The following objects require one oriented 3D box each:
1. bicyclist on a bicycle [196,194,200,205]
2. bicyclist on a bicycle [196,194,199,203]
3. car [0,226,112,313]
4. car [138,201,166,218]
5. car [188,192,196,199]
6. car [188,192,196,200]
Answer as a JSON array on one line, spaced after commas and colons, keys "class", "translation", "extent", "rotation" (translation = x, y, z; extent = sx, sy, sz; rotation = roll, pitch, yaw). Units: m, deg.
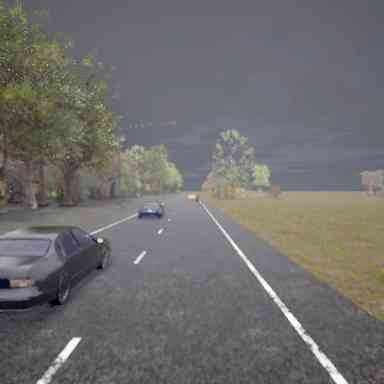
[{"class": "bicyclist on a bicycle", "translation": [0.971, 1.256, 52.447], "extent": [0.582, 1.620, 1.656], "rotation": [0, 0, 0]}, {"class": "bicyclist on a bicycle", "translation": [0.972, 1.223, 61.448], "extent": [0.582, 1.620, 1.656], "rotation": [0, 0, 0]}, {"class": "car", "translation": [-3.401, 1.517, 7.888], "extent": [2.033, 1.411, 5.357], "rotation": [0, 0, 0]}, {"class": "car", "translation": [-3.396, 1.456, 28.708], "extent": [1.994, 1.385, 4.181], "rotation": [0, 0, 0]}, {"class": "car", "translation": [0.015, 0.871, 92.082], "extent": [2.097, 1.767, 4.553], "rotation": [0, 0, 0]}, {"class": "car", "translation": [0.014, 0.997, 78.760], "extent": [2.097, 1.767, 4.553], "rotation": [0, 0, 0]}]
